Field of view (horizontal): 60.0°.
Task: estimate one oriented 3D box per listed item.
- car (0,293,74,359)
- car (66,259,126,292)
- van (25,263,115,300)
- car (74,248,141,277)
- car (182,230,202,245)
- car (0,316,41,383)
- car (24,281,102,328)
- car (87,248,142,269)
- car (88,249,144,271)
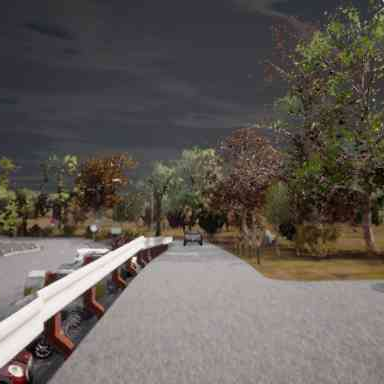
[{"bbox_3d":[-6.965,5.113,12.406,4.553,1.767,2.185,2,-3,-20],"label":"car"},{"bbox_3d":[-6.930,5.551,21.467,4.553,1.767,2.185,2,-3,-20],"label":"car"},{"bbox_3d":[-6.842,5.308,18.492,4.442,1.987,1.878,2,-3,-20],"label":"van"},{"bbox_3d":[-6.994,5.569,24.467,5.566,2.045,2.435,2,-3,-20],"label":"car"},{"bbox_3d":[0.035,4.730,34.678,2.128,1.511,4.902,0,-7,-2],"label":"car"},{"bbox_3d":[-6.944,4.966,9.381,4.553,1.767,2.185,2,-3,-20],"label":"car"},{"bbox_3d":[-6.933,5.385,15.417,4.892,1.521,2.231,2,-3,-20],"label":"car"},{"bbox_3d":[-6.966,5.717,27.524,5.566,2.045,2.435,2,-3,-20],"label":"car"},{"bbox_3d":[-6.983,6.143,30.531,4.792,1.488,2.163,2,-3,-20],"label":"car"}]
